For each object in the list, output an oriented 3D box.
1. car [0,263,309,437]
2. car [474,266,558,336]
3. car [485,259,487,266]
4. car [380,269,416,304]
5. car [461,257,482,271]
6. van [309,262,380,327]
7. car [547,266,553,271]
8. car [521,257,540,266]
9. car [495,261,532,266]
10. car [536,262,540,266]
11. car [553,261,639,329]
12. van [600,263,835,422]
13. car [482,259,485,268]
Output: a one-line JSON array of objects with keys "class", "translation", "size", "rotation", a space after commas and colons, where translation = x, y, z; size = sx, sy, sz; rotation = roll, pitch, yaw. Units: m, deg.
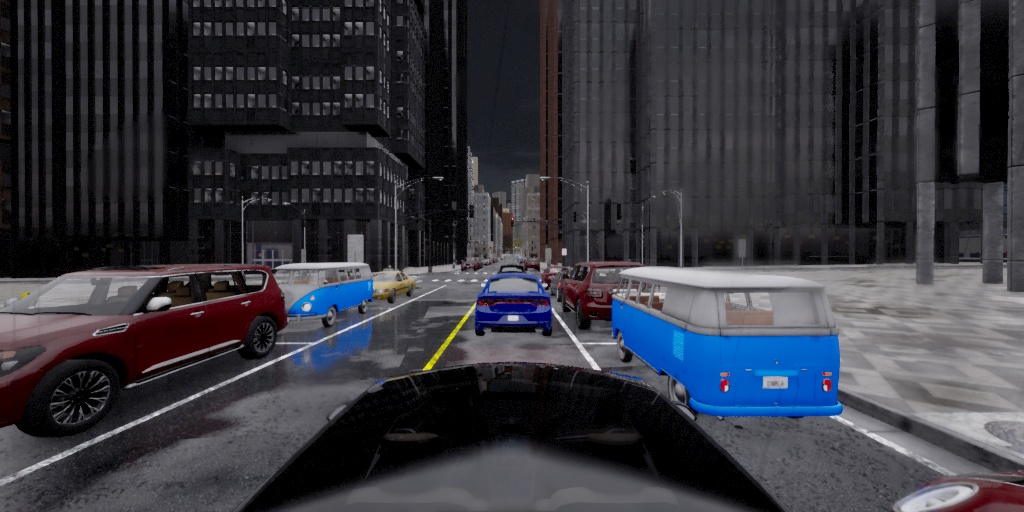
[{"class": "car", "translation": [-5.765, 1.064, 5.626], "size": [2.192, 1.841, 5.009], "rotation": [0, 0, 0]}, {"class": "car", "translation": [0.058, 1.228, 10.426], "size": [1.882, 1.535, 5.008], "rotation": [0, 0, 1]}, {"class": "car", "translation": [-5.762, 1.349, 60.525], "size": [1.948, 1.339, 4.313], "rotation": [0, 0, 0]}, {"class": "car", "translation": [-5.763, 1.276, 16.505], "size": [1.751, 1.417, 4.829], "rotation": [0, 0, 0]}, {"class": "car", "translation": [-5.762, 1.085, 49.239], "size": [2.192, 1.841, 5.009], "rotation": [0, 0, 0]}, {"class": "van", "translation": [-5.764, 1.091, 11.151], "size": [1.690, 1.789, 3.998], "rotation": [0, 0, 0]}, {"class": "car", "translation": [2.764, 1.301, 16.663], "size": [2.007, 1.370, 4.403], "rotation": [0, 0, 0]}, {"class": "car", "translation": [2.763, 1.085, 49.229], "size": [2.192, 1.841, 5.009], "rotation": [0, 0, 0]}, {"class": "car", "translation": [0.001, 1.257, 20.797], "size": [1.837, 1.490, 4.892], "rotation": [0, 0, 0]}, {"class": "car", "translation": [2.763, 1.297, 22.189], "size": [1.888, 1.381, 4.507], "rotation": [0, 0, 0]}, {"class": "car", "translation": [2.766, 1.065, 11.138], "size": [2.192, 1.841, 5.009], "rotation": [0, 0, 0]}, {"class": "van", "translation": [2.767, 1.091, 5.612], "size": [1.690, 1.789, 3.998], "rotation": [0, 0, 0]}, {"class": "car", "translation": [-5.762, 1.091, 54.882], "size": [2.192, 1.841, 5.009], "rotation": [0, 0, 0]}]
